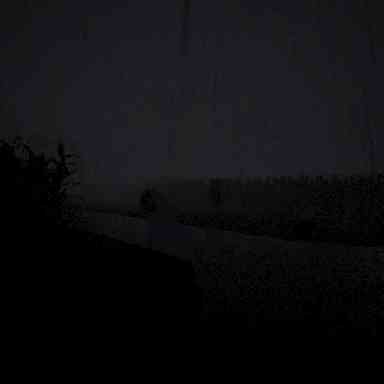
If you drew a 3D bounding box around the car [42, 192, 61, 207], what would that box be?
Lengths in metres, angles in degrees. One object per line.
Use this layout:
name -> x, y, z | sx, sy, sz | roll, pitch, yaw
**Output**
car -> -19.926, 1.012, 46.136 | 2.150, 2.045, 5.566 | 0, 0, -37
